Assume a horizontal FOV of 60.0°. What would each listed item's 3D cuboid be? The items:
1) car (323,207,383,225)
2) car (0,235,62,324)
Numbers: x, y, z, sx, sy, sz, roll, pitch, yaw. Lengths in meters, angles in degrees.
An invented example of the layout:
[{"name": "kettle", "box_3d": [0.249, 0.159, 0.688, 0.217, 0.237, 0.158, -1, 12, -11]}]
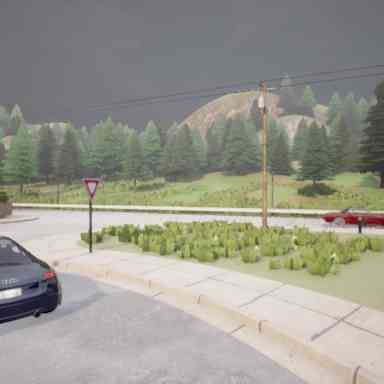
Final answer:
[{"name": "car", "box_3d": [10.888, 1.600, 21.116, 4.718, 1.301, 1.895, 0, 0, 26]}, {"name": "car", "box_3d": [-4.330, 1.564, 6.568, 4.181, 1.385, 1.994, 0, 0, 42]}]
